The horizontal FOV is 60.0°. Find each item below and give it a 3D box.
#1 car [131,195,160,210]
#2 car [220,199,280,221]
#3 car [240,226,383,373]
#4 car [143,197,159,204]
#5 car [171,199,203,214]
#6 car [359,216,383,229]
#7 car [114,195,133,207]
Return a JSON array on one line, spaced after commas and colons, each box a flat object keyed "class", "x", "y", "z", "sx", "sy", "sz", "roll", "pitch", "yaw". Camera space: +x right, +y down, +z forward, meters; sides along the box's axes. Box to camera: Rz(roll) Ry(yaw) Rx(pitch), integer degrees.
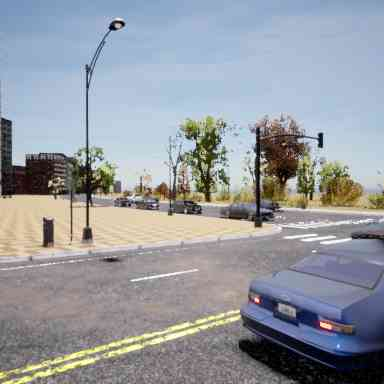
[{"class": "car", "x": -6.073, "y": 1.594, "z": 45.268, "sx": 2.128, "sy": 1.511, "sz": 4.902, "roll": 0, "pitch": 0, "yaw": -31}, {"class": "car", "x": 4.483, "y": 1.604, "z": 28.025, "sx": 2.033, "sy": 1.411, "sz": 5.357, "roll": 0, "pitch": 0, "yaw": -31}, {"class": "car", "x": 3.283, "y": 1.547, "z": 5.640, "sx": 5.357, "sy": 1.411, "sz": 2.033, "roll": 0, "pitch": 0, "yaw": -34}, {"class": "car", "x": -8.550, "y": 1.667, "z": 69.354, "sx": 1.994, "sy": 1.385, "sz": 4.181, "roll": 0, "pitch": 0, "yaw": -29}, {"class": "car", "x": -0.694, "y": 1.585, "z": 36.435, "sx": 1.837, "sy": 1.490, "sz": 4.892, "roll": 0, "pitch": 0, "yaw": -32}, {"class": "car", "x": 8.591, "y": 1.546, "z": 13.299, "sx": 5.357, "sy": 1.411, "sz": 2.033, "roll": 0, "pitch": 0, "yaw": -33}, {"class": "car", "x": -11.310, "y": 1.627, "z": 54.190, "sx": 1.837, "sy": 1.490, "sz": 4.892, "roll": 0, "pitch": 0, "yaw": -30}]
